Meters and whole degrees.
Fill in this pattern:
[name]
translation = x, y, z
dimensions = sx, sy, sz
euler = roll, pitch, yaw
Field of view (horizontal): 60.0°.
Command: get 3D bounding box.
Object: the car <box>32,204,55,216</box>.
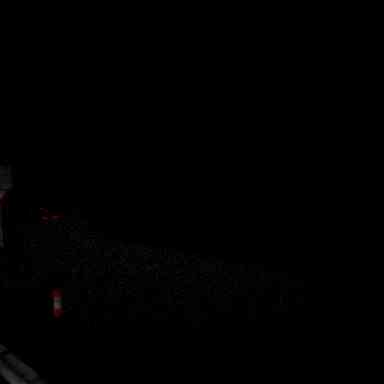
[car]
translation = -18.660, 2.213, 41.642
dimensions = 2.128, 1.511, 4.902
euler = -1, -1, -37
